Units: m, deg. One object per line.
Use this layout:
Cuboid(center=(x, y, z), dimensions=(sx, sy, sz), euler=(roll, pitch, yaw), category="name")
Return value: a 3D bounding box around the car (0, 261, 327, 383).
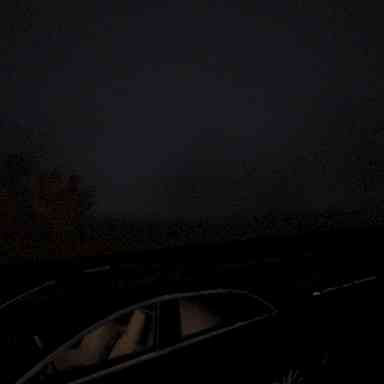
Cuboid(center=(-0.779, 1.501, 3.006), dimensions=(4.902, 1.511, 2.128), euler=(1, 0, -36), category="car")
